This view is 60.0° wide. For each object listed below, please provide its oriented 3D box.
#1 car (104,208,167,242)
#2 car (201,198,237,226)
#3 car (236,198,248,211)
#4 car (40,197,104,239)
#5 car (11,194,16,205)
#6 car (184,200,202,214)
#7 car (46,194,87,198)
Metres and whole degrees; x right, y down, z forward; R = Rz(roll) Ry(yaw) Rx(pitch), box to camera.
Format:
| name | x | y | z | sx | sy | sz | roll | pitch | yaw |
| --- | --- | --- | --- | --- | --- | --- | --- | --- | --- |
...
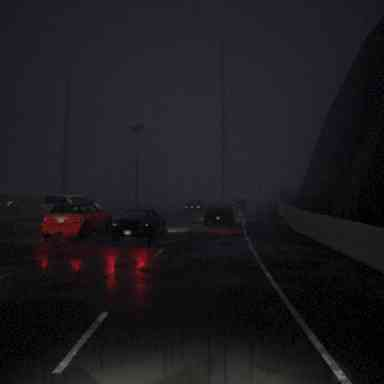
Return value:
| name | x | y | z | sx | sy | sz | roll | pitch | yaw |
| --- | --- | --- | --- | --- | --- | --- | --- | --- | --- |
| car | -2.440 | 1.506 | 16.125 | 1.812 | 1.442 | 4.674 | 0 | 0 | 6 |
| car | 1.984 | 1.458 | 23.139 | 1.882 | 1.535 | 5.008 | 0 | 0 | 8 |
| car | 5.726 | 1.461 | 41.076 | 2.128 | 1.511 | 4.902 | 0 | 0 | 15 |
| car | -5.801 | 1.326 | 17.384 | 2.097 | 1.767 | 4.553 | 0 | 0 | 6 |
| car | -20.300 | 1.283 | 38.317 | 2.097 | 1.767 | 4.553 | 0 | 0 | 12 |
| car | 0.568 | 1.515 | 34.839 | 2.033 | 1.411 | 5.357 | 0 | 0 | 13 |
| car | -8.537 | 1.185 | 23.873 | 2.150 | 2.045 | 5.566 | 0 | 0 | 8 |
